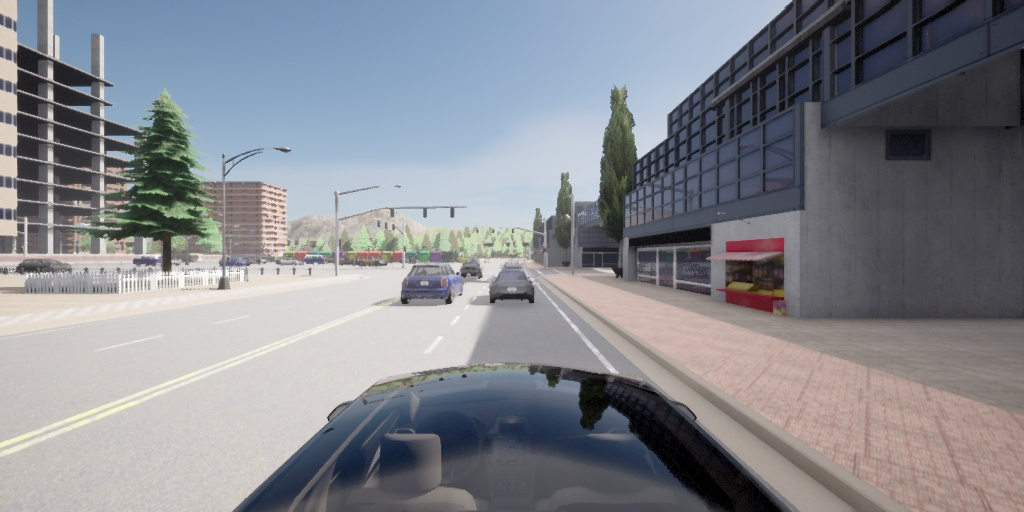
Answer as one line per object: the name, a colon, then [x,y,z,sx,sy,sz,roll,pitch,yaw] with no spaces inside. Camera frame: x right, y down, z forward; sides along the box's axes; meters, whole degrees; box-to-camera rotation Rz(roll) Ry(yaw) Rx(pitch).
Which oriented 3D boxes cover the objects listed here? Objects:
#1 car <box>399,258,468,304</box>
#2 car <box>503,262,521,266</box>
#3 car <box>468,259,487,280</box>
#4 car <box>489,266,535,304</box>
car: [-3.500,1.114,16.470,2.097,1.767,4.553,0,0,0]
car: [-0.018,1.243,31.544,2.128,1.511,4.902,0,0,0]
car: [-3.518,1.265,31.515,1.837,1.490,4.892,0,0,0]
car: [0.000,1.320,16.500,1.994,1.385,4.181,0,0,0]
